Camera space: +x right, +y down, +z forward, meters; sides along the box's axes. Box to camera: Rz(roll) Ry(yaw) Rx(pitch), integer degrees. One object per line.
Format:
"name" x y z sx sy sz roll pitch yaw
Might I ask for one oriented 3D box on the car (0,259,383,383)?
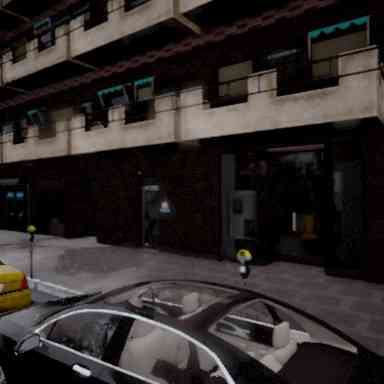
"car" -0.355 1.544 3.141 4.403 1.369 2.008 0 -1 36
